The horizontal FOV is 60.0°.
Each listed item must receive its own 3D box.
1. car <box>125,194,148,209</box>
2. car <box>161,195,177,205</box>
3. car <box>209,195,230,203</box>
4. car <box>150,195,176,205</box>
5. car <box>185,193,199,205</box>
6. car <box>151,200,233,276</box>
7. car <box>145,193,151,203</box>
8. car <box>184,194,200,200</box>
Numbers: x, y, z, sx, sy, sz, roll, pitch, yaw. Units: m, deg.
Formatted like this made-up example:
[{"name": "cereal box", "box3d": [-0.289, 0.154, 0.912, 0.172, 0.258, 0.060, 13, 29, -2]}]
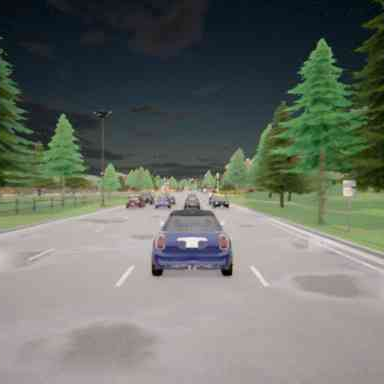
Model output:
[{"name": "car", "box3d": [-6.985, 1.271, 41.352, 1.812, 1.442, 4.674, 0, 0, 0]}, {"name": "car", "box3d": [-3.482, 1.231, 51.354, 2.033, 1.411, 5.357, 0, 0, 0]}, {"name": "car", "box3d": [3.515, 1.345, 41.379, 1.895, 1.301, 4.718, 0, 0, 0]}, {"name": "car", "box3d": [-3.486, 1.295, 40.934, 2.033, 1.411, 5.357, 0, 0, 0]}, {"name": "car", "box3d": [0.018, 1.035, 51.321, 2.097, 1.767, 4.553, 0, 0, 0]}, {"name": "car", "box3d": [0.004, 1.288, 10.289, 2.097, 1.767, 4.553, 0, 0, 0]}, {"name": "car", "box3d": [-6.982, 1.036, 51.324, 2.097, 1.767, 4.553, 0, 0, 0]}, {"name": "car", "box3d": [0.015, 1.309, 41.316, 1.994, 1.385, 4.181, 0, 0, 0]}]
